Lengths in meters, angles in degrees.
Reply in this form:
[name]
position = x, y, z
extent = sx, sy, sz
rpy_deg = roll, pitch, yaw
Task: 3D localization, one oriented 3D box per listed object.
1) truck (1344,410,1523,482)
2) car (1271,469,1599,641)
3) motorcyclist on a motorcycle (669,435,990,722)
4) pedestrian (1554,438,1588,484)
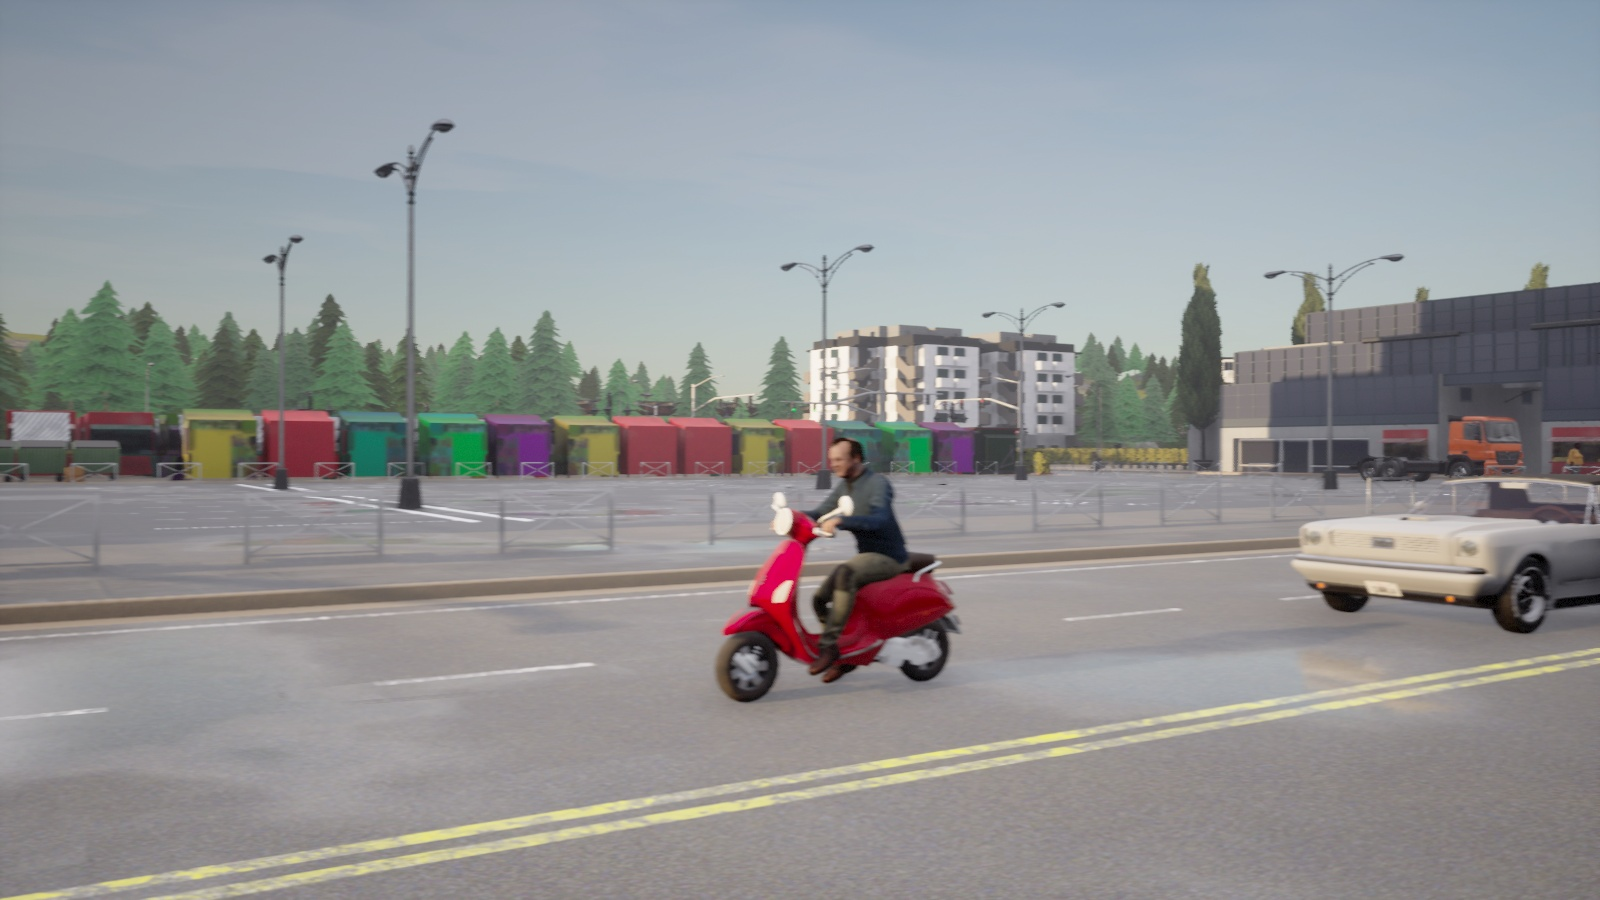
[truck]
position = 32.436, -0.169, 64.664
extent = 2.891, 3.462, 7.936
rpy_deg = 0, 0, -30
[car]
position = 6.818, 0.856, 11.958
extent = 4.718, 1.301, 1.895
rpy_deg = 0, 0, -32
[motorcyclist on a motorcycle]
position = 0.200, 0.713, 7.805
extent = 1.817, 1.590, 0.866
rpy_deg = 0, 0, -32
[pedestrian]
position = 31.613, 0.447, 51.500
extent = 0.874, 1.855, 0.900
rpy_deg = 0, 0, -30
